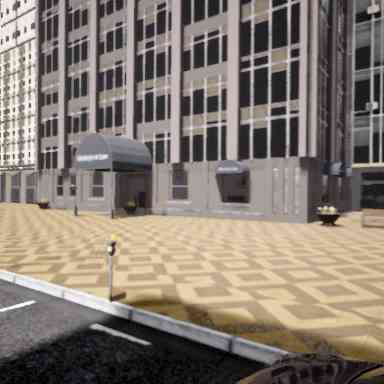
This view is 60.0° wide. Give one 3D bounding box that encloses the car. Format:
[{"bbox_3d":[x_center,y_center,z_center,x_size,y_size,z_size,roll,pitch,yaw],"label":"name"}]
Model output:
[{"bbox_3d":[1.981,1.568,1.452,4.313,1.339,1.947,0,1,36],"label":"car"}]
